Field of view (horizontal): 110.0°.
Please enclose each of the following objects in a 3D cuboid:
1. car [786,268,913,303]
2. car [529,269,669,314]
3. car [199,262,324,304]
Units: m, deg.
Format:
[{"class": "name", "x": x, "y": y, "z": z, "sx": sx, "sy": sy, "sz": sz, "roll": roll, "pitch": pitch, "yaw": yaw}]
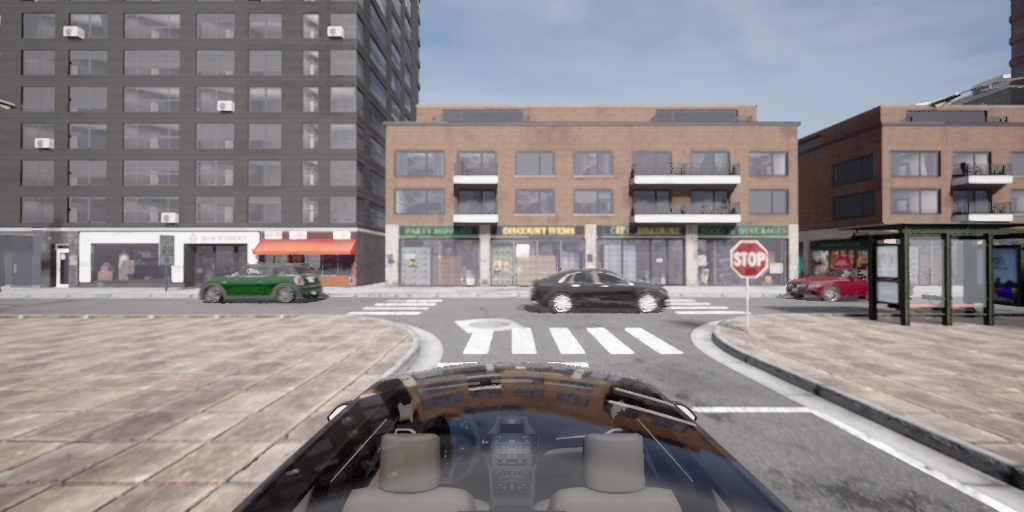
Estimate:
[{"class": "car", "x": 14.844, "y": 1.237, "z": 15.858, "sx": 4.674, "sy": 1.442, "sz": 1.812, "roll": 0, "pitch": 0, "yaw": 0}, {"class": "car", "x": 3.068, "y": 1.224, "z": 12.906, "sx": 4.892, "sy": 1.490, "sz": 1.837, "roll": 0, "pitch": 0, "yaw": 0}, {"class": "car", "x": -10.999, "y": 1.112, "z": 15.865, "sx": 4.553, "sy": 1.767, "sz": 2.097, "roll": 0, "pitch": 0, "yaw": 0}]
